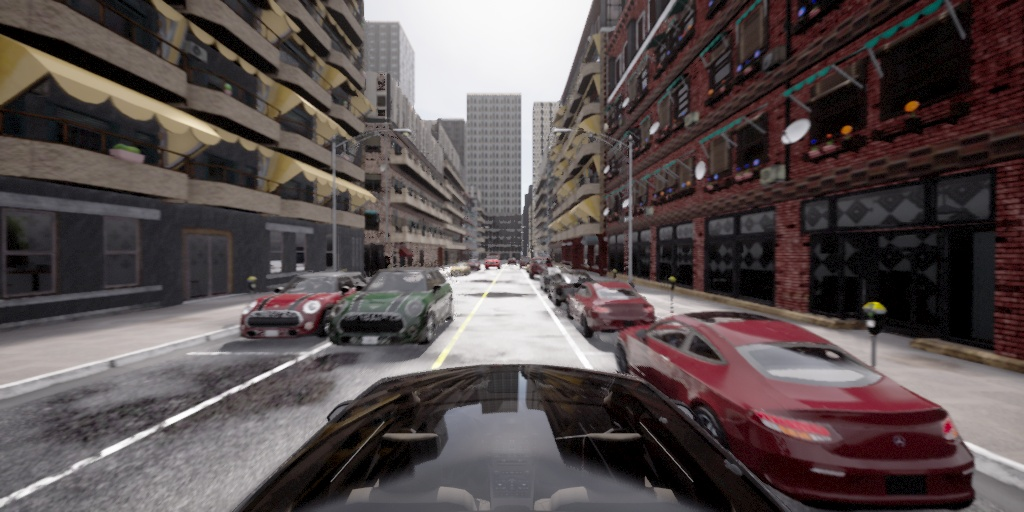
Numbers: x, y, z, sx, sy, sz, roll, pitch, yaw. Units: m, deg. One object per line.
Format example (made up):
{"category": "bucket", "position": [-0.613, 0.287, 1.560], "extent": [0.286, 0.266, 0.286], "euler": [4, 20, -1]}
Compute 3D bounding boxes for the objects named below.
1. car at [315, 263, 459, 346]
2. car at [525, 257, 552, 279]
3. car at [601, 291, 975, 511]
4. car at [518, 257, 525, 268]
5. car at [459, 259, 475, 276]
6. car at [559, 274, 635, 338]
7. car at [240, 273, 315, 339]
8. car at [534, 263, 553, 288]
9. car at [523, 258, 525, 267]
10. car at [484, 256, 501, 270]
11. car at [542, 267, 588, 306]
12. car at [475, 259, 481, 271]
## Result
{"category": "car", "position": [-2.849, 1.100, 9.448], "extent": [2.097, 1.767, 4.553], "euler": [0, 0, 0]}
{"category": "car", "position": [2.565, 1.055, 32.146], "extent": [2.192, 1.841, 5.009], "euler": [0, 0, 0]}
{"category": "car", "position": [2.566, 1.332, 4.400], "extent": [1.802, 1.307, 4.207], "euler": [0, 0, 0]}
{"category": "car", "position": [2.263, 1.083, 58.553], "extent": [2.097, 1.767, 4.553], "euler": [0, 0, 0]}
{"category": "car", "position": [-5.315, 1.264, 37.504], "extent": [1.751, 1.417, 4.829], "euler": [0, 0, 0]}
{"category": "car", "position": [2.565, 1.330, 9.950], "extent": [1.802, 1.307, 4.207], "euler": [0, 0, 0]}
{"category": "car", "position": [-5.315, 1.188, 9.928], "extent": [1.967, 1.591, 4.097], "euler": [0, 0, 0]}
{"category": "car", "position": [2.565, 1.295, 21.047], "extent": [2.007, 1.370, 4.403], "euler": [0, 0, 0]}
{"category": "car", "position": [2.565, 1.262, 43.413], "extent": [1.751, 1.417, 4.829], "euler": [0, 0, 0]}
{"category": "car", "position": [-2.808, 0.952, 52.837], "extent": [2.150, 2.045, 5.566], "euler": [0, 0, 1]}
{"category": "car", "position": [2.565, 1.312, 15.499], "extent": [1.948, 1.339, 4.313], "euler": [0, 0, 0]}
{"category": "car", "position": [-5.316, 1.174, 48.772], "extent": [1.967, 1.591, 4.097], "euler": [0, 0, 0]}
